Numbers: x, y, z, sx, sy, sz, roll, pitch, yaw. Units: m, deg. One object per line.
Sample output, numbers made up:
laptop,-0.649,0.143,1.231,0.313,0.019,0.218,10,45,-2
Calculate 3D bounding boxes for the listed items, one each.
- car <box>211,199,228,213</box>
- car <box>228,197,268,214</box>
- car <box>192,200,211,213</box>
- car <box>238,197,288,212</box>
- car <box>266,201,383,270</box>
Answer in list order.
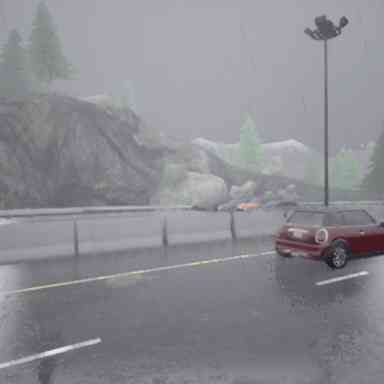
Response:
car,4.648,1.319,30.989,4.902,1.511,2.128,-1,0,-27
car,5.710,1.188,27.584,4.553,1.767,2.097,-1,0,-27
car,2.658,1.375,33.932,5.357,1.411,2.033,0,0,-27
car,6.063,1.356,23.841,4.892,1.490,1.837,-1,0,-28
car,4.931,1.270,10.908,4.553,1.767,2.097,-1,0,-31
